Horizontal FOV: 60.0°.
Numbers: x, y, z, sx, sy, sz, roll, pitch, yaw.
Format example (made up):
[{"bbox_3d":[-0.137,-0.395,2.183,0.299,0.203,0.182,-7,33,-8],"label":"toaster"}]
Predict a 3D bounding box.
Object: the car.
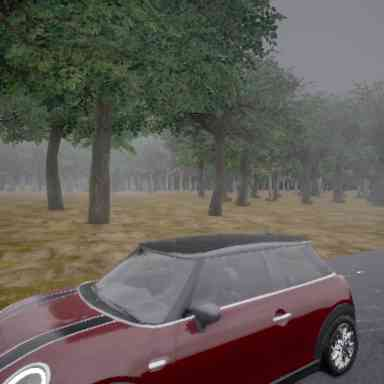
[{"bbox_3d":[-0.082,1.354,3.932,4.553,1.767,2.097,0,0,-35],"label":"car"}]
